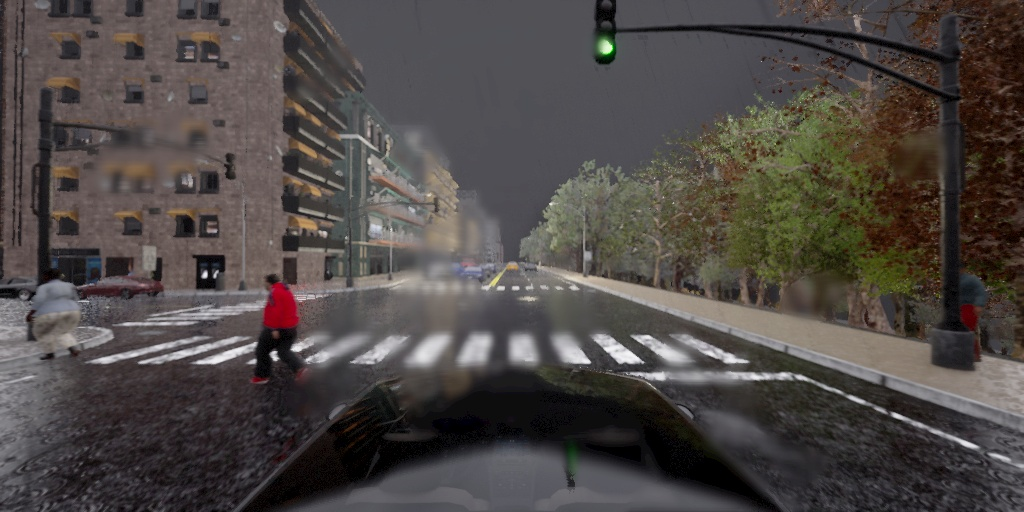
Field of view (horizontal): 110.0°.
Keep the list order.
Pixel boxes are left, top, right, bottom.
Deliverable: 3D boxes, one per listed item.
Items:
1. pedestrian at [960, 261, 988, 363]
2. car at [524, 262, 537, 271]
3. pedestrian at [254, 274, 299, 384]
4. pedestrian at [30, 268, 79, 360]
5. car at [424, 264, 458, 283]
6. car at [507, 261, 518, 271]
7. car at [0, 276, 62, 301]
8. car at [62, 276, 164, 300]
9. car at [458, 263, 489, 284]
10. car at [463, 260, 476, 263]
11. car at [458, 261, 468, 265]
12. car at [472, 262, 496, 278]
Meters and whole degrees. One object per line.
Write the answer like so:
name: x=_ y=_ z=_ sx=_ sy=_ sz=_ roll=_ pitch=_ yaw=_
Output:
pedestrian: x=7.973 y=0.943 z=6.383 sx=0.375 sy=1.860 sz=0.375 roll=0 pitch=-1 yaw=0
car: x=3.321 y=2.008 z=63.592 sx=1.994 sy=1.385 sz=4.181 roll=0 pitch=-1 yaw=0
pedestrian: x=-3.740 y=1.087 z=5.704 sx=0.375 sy=1.860 sz=0.375 roll=0 pitch=-1 yaw=0
pedestrian: x=-8.923 y=1.102 z=7.001 sx=0.375 sy=1.860 sz=0.375 roll=0 pitch=-1 yaw=0
car: x=-6.567 y=1.578 z=32.306 sx=2.128 sy=1.511 sz=4.902 roll=0 pitch=-1 yaw=0
car: x=0.070 y=1.917 z=63.179 sx=1.882 sy=1.535 sz=5.008 roll=0 pitch=-1 yaw=0
car: x=-28.327 y=1.853 z=20.736 sx=4.313 sy=1.339 sz=1.948 roll=0 pitch=0 yaw=-1
car: x=-22.760 y=1.801 z=20.830 sx=4.207 sy=1.307 sz=1.802 roll=0 pitch=0 yaw=-1
car: x=-3.307 y=1.604 z=31.571 sx=1.812 sy=1.442 sz=4.674 roll=0 pitch=-1 yaw=0
car: x=-6.529 y=1.559 z=54.609 sx=2.150 sy=2.045 sz=5.566 roll=0 pitch=0 yaw=0
car: x=-6.551 y=1.668 z=41.540 sx=1.882 sy=1.535 sz=5.008 roll=0 pitch=-1 yaw=0
car: x=-3.306 y=1.734 z=41.159 sx=2.033 sy=1.411 sz=5.357 roll=0 pitch=-1 yaw=0
